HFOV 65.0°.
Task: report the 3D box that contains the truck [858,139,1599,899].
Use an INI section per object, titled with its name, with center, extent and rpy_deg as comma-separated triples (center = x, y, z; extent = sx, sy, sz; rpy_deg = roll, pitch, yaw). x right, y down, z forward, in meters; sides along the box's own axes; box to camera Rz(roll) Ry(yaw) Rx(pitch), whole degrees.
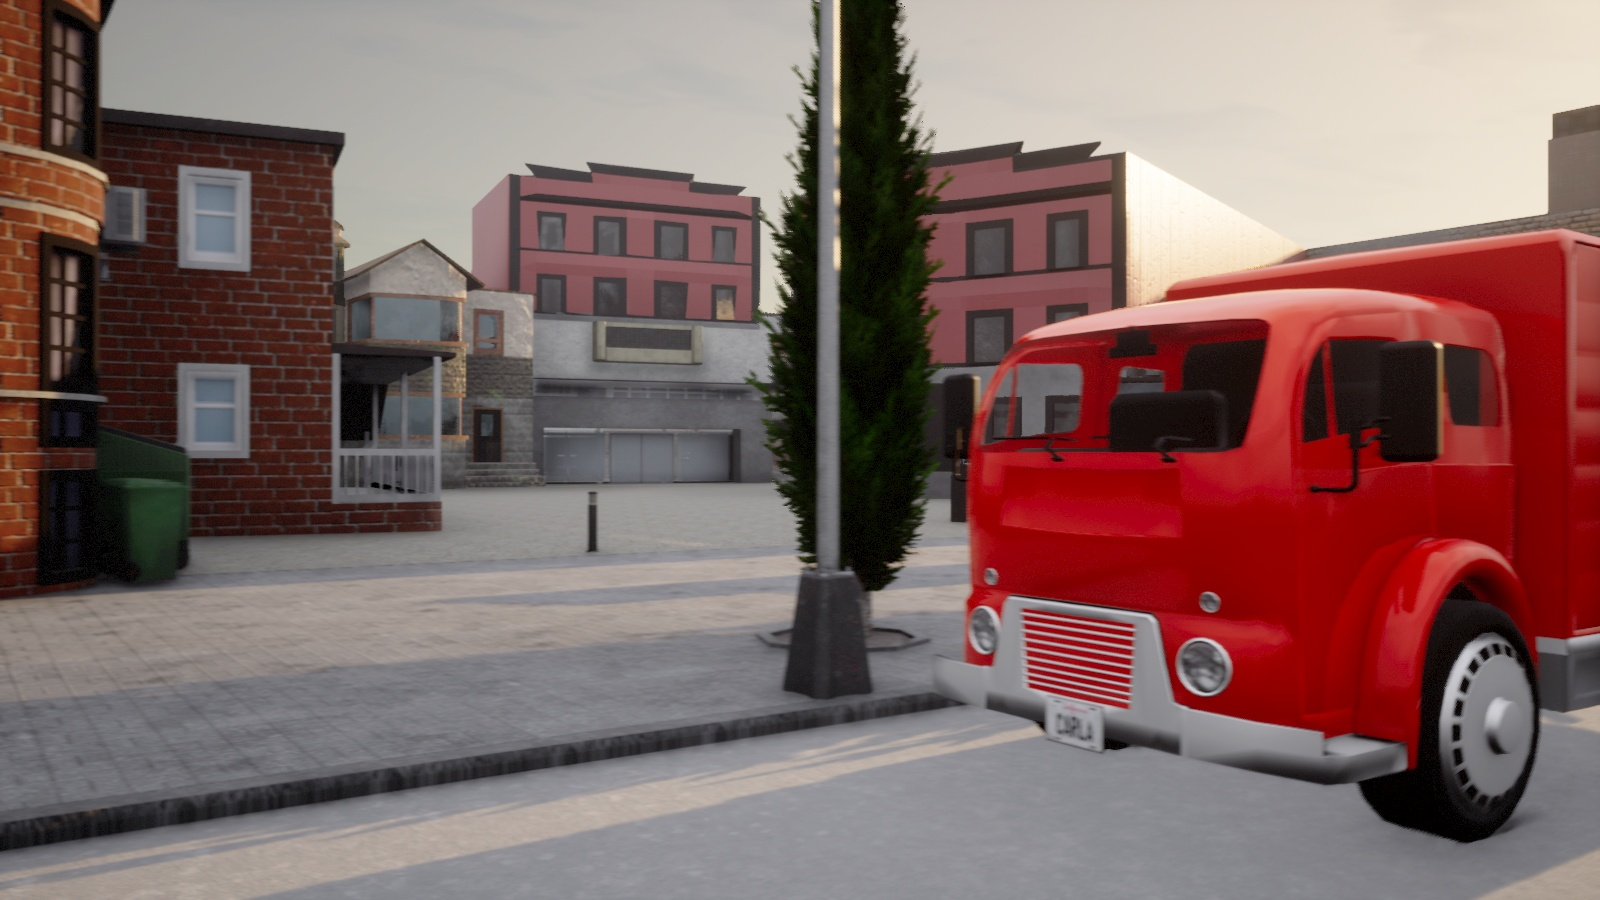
[truck]
center = 3.170, 0.267, 6.477
extent = 5.204, 2.467, 2.627
rpy_deg = 0, 0, -35
